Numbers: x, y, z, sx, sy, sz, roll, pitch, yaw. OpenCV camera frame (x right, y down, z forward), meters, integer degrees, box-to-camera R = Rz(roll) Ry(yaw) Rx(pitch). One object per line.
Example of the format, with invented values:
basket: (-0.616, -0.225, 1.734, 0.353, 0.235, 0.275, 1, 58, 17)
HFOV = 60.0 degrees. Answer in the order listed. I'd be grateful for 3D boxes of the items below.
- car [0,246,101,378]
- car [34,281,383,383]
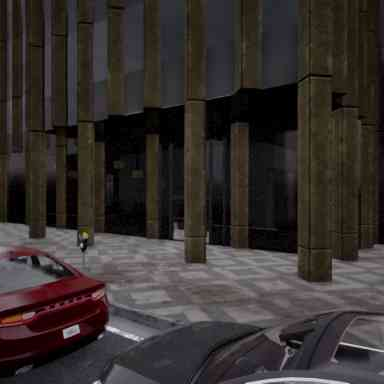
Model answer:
car: (-3.264, 1.544, 5.309, 4.507, 1.381, 1.887, 0, 0, 36)
car: (1.155, 1.551, 2.139, 4.403, 1.369, 2.008, 0, 0, 36)
